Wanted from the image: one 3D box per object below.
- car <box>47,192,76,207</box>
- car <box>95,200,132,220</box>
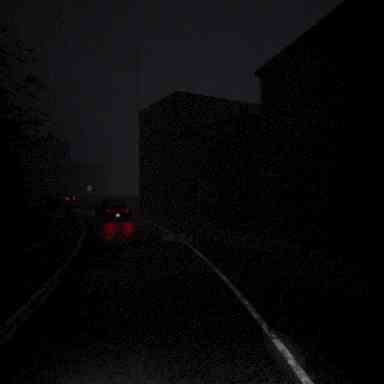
[{"bbox_3d":[-14.964,0.778,38.065,2.097,1.767,4.553,-1,1,-39],"label":"car"},{"bbox_3d":[-5.869,1.238,24.299,1.895,1.301,4.718,0,1,-24],"label":"car"}]
